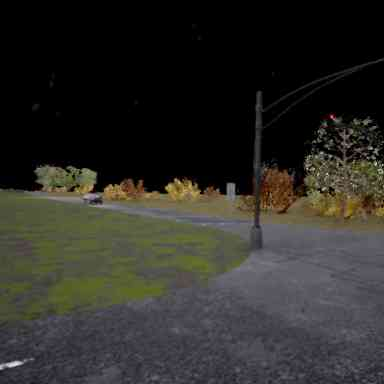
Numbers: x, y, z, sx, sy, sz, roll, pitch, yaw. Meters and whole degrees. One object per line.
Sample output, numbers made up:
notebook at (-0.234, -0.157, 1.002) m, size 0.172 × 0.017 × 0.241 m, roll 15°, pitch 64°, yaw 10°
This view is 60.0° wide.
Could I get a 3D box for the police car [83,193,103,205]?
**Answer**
police car at (-14.264, 0.925, 47.891) m, size 1.930 × 1.638 × 5.238 m, roll 2°, pitch 0°, yaw -32°
